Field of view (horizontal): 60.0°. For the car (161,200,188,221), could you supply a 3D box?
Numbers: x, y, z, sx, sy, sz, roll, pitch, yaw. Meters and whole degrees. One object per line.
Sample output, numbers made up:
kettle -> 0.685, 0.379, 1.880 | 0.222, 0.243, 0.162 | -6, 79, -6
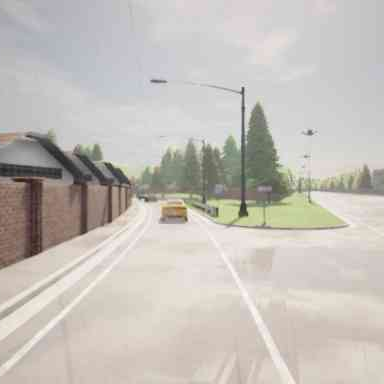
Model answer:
car -> -1.403, 1.338, 25.913 | 1.882, 1.535, 5.008 | 0, 0, -5

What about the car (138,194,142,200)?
car -> -10.357, 1.054, 71.017 | 1.895, 1.301, 4.718 | 0, 0, -18

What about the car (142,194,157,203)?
car -> -7.586, 1.181, 61.248 | 1.837, 1.490, 4.892 | 0, 0, -16
